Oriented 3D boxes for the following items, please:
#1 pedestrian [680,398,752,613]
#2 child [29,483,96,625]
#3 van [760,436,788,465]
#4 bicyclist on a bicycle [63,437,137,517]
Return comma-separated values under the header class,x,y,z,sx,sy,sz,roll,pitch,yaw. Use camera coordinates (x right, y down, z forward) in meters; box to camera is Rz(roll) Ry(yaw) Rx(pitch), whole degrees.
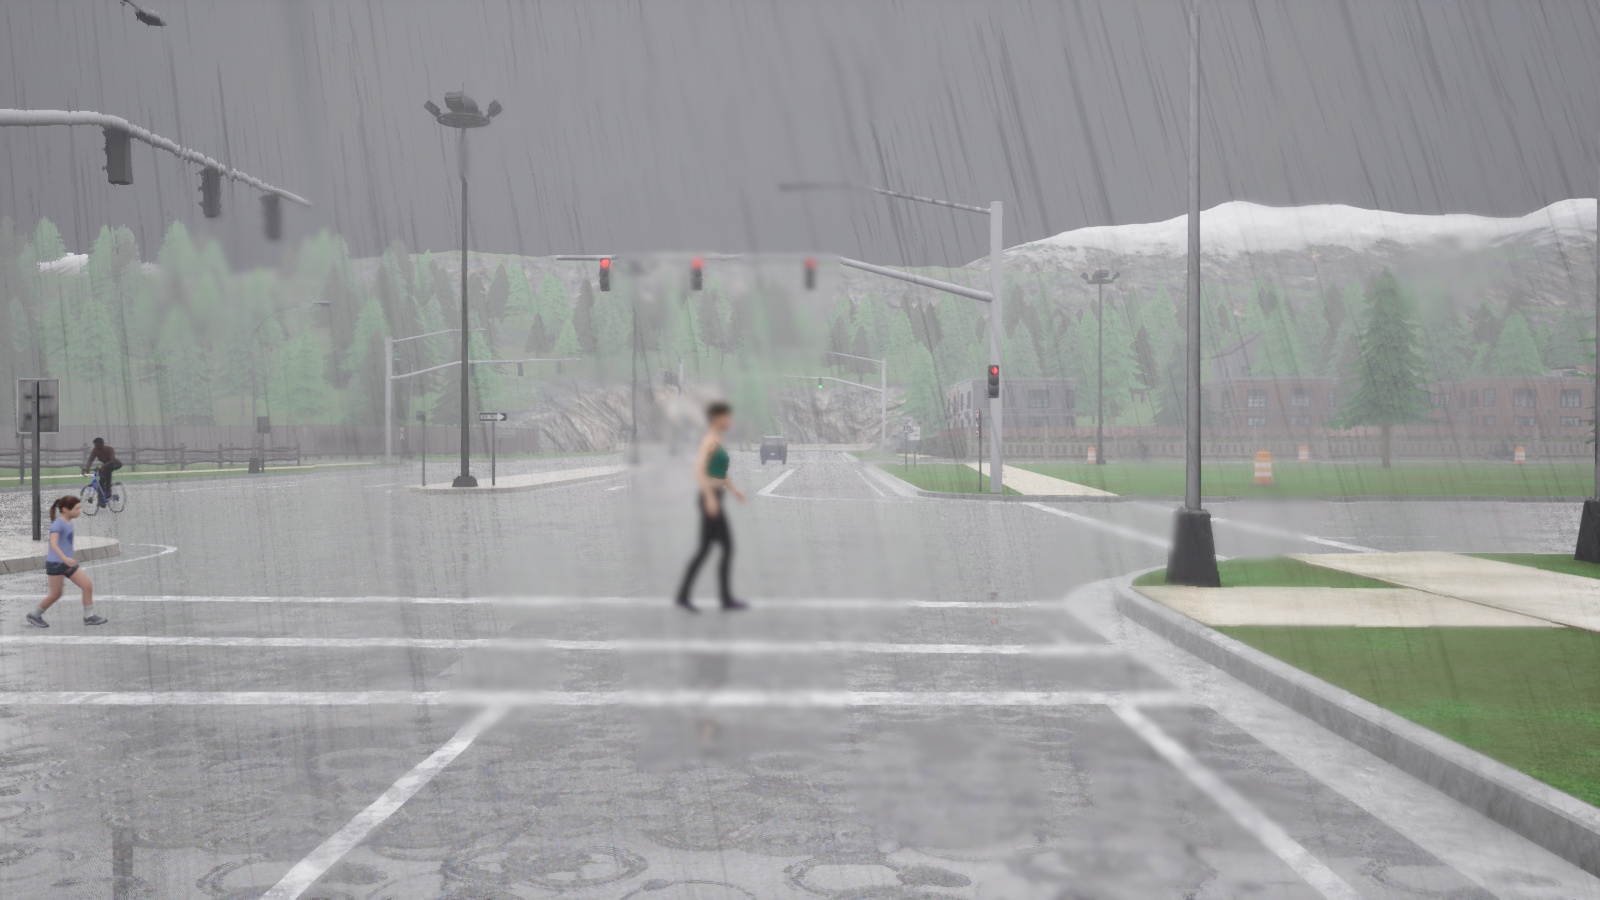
class,x,y,z,sx,sy,sz,roll,pitch,yaw
pedestrian,-0.725,0.473,10.885,0.594,1.836,0.345,0,0,1
child,-5.909,0.828,10.067,0.394,1.110,0.255,0,0,-4
van,-1.800,0.002,87.849,1.775,1.987,4.442,0,0,1
bicyclist on a bicycle,-14.584,0.540,26.200,0.582,1.620,1.656,0,1,1
